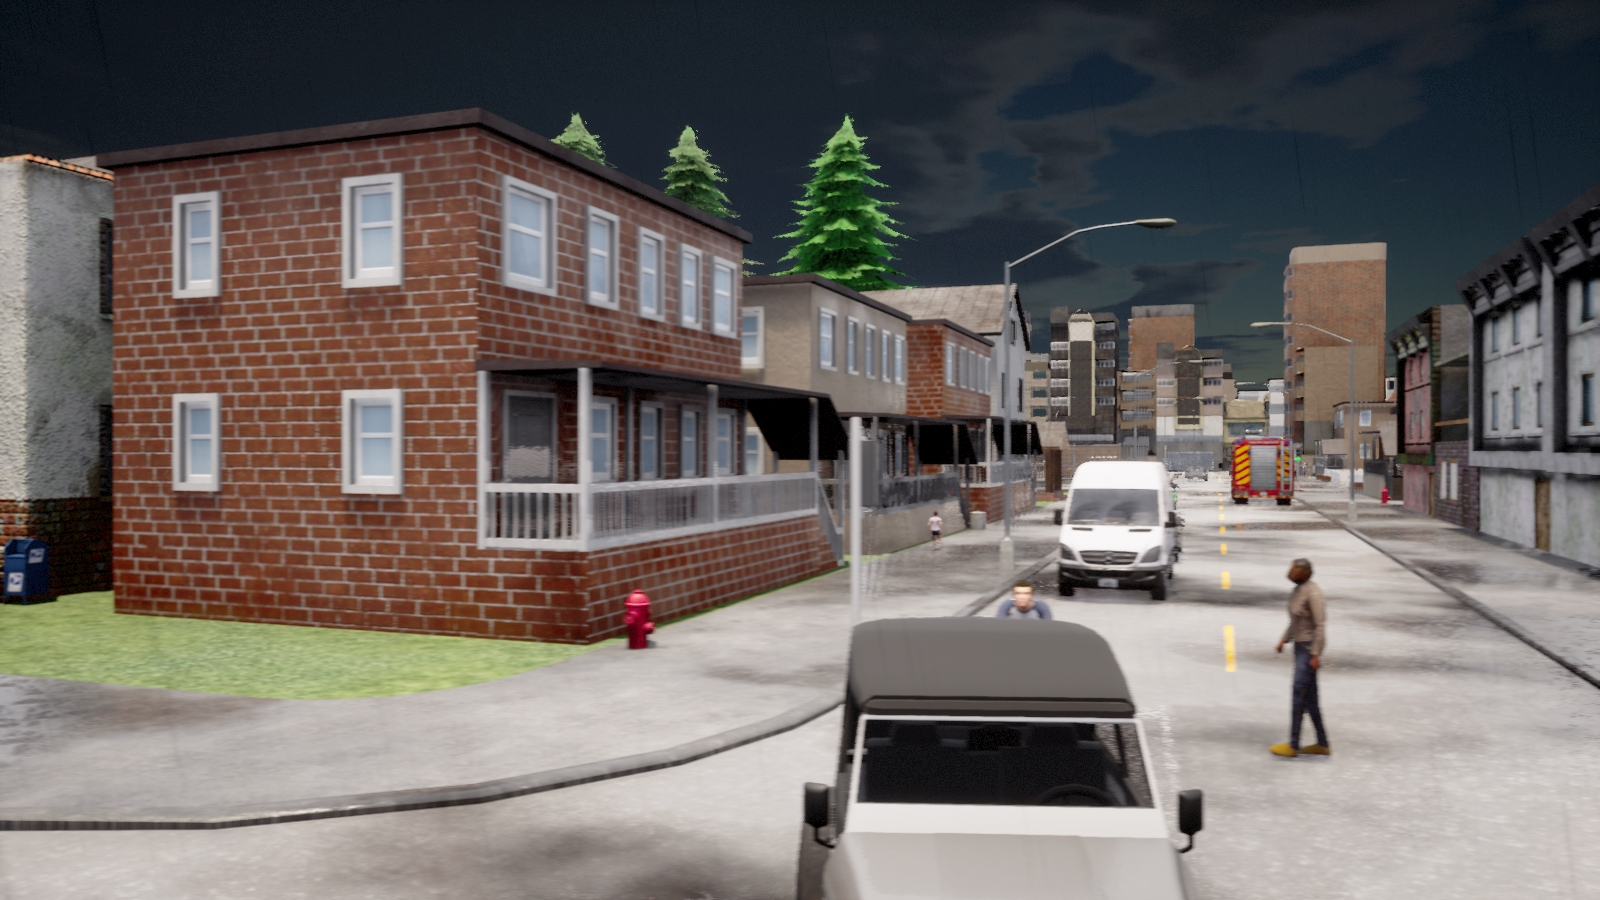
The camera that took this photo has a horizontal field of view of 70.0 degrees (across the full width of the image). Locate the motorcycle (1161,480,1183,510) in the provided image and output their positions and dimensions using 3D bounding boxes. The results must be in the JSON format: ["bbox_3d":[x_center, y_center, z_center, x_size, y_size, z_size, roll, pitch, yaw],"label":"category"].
[{"bbox_3d":[16.301,1.962,50.041,0.856,1.236,1.805,0,0,20],"label":"motorcycle"}]

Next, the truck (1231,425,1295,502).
[{"bbox_3d":[24.694,0.671,61.204,2.891,3.827,8.468,0,0,20],"label":"truck"}]

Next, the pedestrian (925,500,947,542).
[{"bbox_3d":[3.649,1.905,30.680,0.500,1.100,0.500,0,0,19],"label":"pedestrian"}]

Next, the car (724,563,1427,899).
[{"bbox_3d":[0.869,1.637,5.069,1.905,1.878,3.866,0,0,4],"label":"car"}]

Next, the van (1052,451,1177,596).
[{"bbox_3d":[6.598,1.315,23.482,1.988,2.561,5.915,0,0,20],"label":"van"}]

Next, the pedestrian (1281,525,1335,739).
[{"bbox_3d":[4.593,1.629,10.351,0.375,1.860,0.375,0,0,11],"label":"pedestrian"}]
